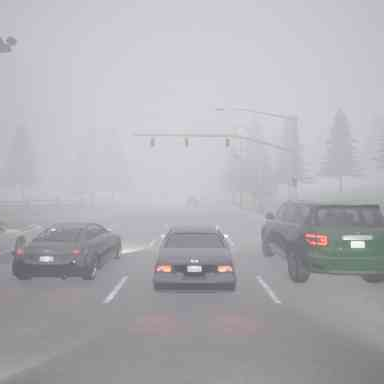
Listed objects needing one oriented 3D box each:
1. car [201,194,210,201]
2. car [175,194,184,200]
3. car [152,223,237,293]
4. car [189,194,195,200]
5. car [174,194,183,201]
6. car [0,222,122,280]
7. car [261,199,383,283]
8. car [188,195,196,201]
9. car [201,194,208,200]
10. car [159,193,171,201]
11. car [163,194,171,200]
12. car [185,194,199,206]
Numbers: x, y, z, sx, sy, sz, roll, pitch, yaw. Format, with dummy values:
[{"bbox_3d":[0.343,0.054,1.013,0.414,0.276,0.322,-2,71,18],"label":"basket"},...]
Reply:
[{"bbox_3d":[3.508,1.492,83.677,1.837,1.490,4.892,0,0,0],"label":"car"},{"bbox_3d":[-3.491,1.358,94.098,2.128,1.511,4.902,0,0,0],"label":"car"},{"bbox_3d":[0.067,1.547,8.996,2.033,1.411,5.357,0,0,0],"label":"car"},{"bbox_3d":[0.009,1.310,94.098,1.882,1.535,5.008,0,0,0],"label":"car"},{"bbox_3d":[-3.492,1.517,84.095,1.812,1.442,4.674,0,0,0],"label":"car"},{"bbox_3d":[-3.433,1.564,9.921,1.994,1.385,4.181,0,0,1],"label":"car"},{"bbox_3d":[3.572,1.221,9.816,2.150,2.045,5.566,0,0,0],"label":"car"},{"bbox_3d":[0.008,1.531,83.678,2.033,1.411,5.357,0,0,0],"label":"car"},{"bbox_3d":[3.509,1.310,94.097,1.882,1.535,5.008,0,0,0],"label":"car"},{"bbox_3d":[-6.992,1.217,83.708,2.150,2.045,5.566,0,0,0],"label":"car"},{"bbox_3d":[-6.991,1.385,94.098,1.994,1.385,4.181,0,0,0],"label":"car"},{"bbox_3d":[0.003,1.352,53.035,2.097,1.767,4.553,0,0,0],"label":"car"}]
